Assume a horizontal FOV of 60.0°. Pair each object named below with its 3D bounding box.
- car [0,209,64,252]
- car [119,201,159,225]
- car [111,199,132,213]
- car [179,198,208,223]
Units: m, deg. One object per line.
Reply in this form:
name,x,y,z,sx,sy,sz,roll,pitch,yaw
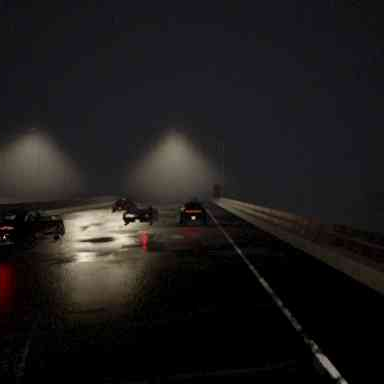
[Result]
car,-6.902,1.440,13.693,2.128,1.511,4.902,0,0,0
car,-3.402,1.515,22.920,1.895,1.301,4.718,0,0,0
car,-6.904,1.398,34.220,1.812,1.442,4.674,0,0,0
car,0.097,1.416,24.198,1.837,1.490,4.892,0,1,0
